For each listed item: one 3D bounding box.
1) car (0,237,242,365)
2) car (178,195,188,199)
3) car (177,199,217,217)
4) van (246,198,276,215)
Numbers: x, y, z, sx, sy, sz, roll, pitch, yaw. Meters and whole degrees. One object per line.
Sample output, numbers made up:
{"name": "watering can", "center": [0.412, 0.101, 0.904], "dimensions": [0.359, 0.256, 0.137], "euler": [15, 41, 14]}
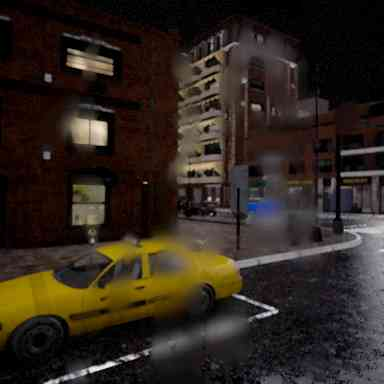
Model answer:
{"name": "car", "center": [-1.275, 1.518, 5.799], "dimensions": [4.829, 1.417, 1.752], "euler": [0, 1, -35]}
{"name": "car", "center": [-1.327, 1.420, 39.427], "dimensions": [2.150, 2.045, 5.566], "euler": [1, -1, -35]}
{"name": "car", "center": [0.554, 1.660, 32.114], "dimensions": [1.947, 1.339, 4.313], "euler": [0, -1, -35]}
{"name": "van", "center": [7.452, 1.552, 36.873], "dimensions": [1.690, 1.788, 3.998], "euler": [0, -1, -35]}
